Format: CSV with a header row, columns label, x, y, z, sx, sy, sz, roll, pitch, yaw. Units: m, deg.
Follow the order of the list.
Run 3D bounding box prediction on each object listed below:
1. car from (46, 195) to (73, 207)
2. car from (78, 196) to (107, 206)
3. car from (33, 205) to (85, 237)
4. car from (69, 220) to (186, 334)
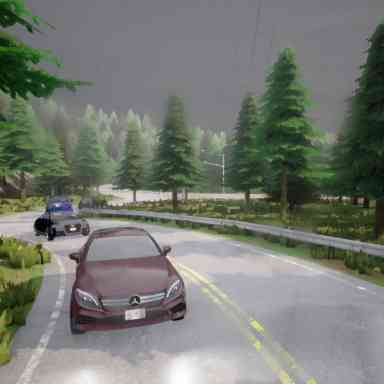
label,x,y,z,sx,sy,sz,roll,pitch,yaw
car,-12.817,1.326,32.223,2.150,2.045,5.566,-1,0,-18
car,-12.659,1.289,42.809,2.097,1.767,4.553,2,2,13
car,-7.029,1.664,17.758,1.994,1.385,4.181,-4,2,-38
car,-1.512,1.523,7.052,1.812,1.442,4.674,-2,0,-17
